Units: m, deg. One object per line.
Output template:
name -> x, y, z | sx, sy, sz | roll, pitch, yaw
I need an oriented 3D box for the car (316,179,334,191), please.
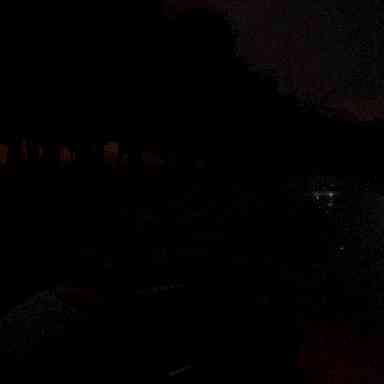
car -> 15.458, -0.854, 38.648 | 1.895, 1.301, 4.718 | 0, 5, 21

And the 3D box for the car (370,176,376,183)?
car -> 35.997, -2.407, 64.231 | 4.181, 1.385, 1.994 | 0, 0, -44

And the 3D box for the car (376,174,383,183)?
car -> 33.246, -2.385, 56.546 | 1.970, 1.475, 3.806 | 0, 1, 40

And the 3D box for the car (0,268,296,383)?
car -> -0.862, 1.552, 3.053 | 4.674, 1.442, 1.812 | 0, 0, -40
